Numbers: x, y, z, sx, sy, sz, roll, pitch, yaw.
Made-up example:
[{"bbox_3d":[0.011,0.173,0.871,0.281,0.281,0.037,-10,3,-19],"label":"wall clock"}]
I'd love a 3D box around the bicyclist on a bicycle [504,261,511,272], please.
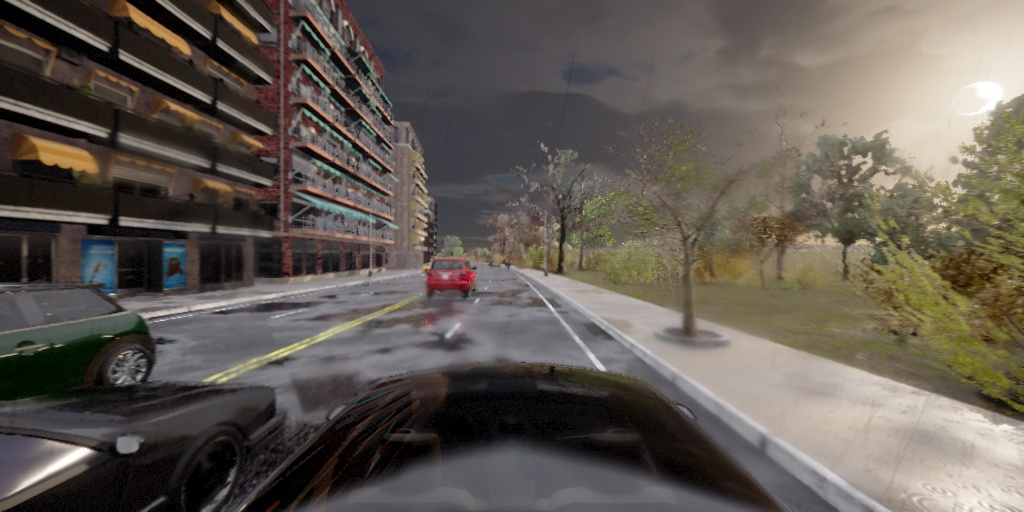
[{"bbox_3d":[-0.460,1.590,53.705,0.659,1.776,1.843,0,-1,-4],"label":"bicyclist on a bicycle"}]

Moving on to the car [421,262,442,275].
[{"bbox_3d":[-10.904,1.658,48.762,1.882,1.535,5.008,0,-1,-3],"label":"car"}]

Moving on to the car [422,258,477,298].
[{"bbox_3d":[-3.236,1.140,20.004,2.150,2.045,5.566,0,-1,-1],"label":"car"}]

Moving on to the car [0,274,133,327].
[{"bbox_3d":[-6.603,1.119,3.624,2.097,1.767,4.553,0,-1,0],"label":"car"}]

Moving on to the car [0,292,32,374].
[{"bbox_3d":[-9.854,1.339,4.515,1.994,1.385,4.181,0,-1,0],"label":"car"}]

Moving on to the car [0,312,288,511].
[{"bbox_3d":[-3.150,1.291,1.064,2.033,1.411,5.357,0,-1,0],"label":"car"}]
